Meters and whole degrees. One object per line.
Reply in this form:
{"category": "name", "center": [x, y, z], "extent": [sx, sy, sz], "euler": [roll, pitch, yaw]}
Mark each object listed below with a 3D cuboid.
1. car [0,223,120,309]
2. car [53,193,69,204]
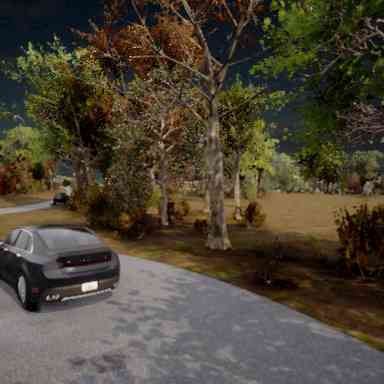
{"category": "car", "center": [-3.529, 1.520, 8.085], "extent": [1.837, 1.490, 4.892], "euler": [0, 0, -41]}
{"category": "car", "center": [-24.674, 1.178, 63.034], "extent": [2.150, 2.045, 5.566], "euler": [-1, 1, -9]}
